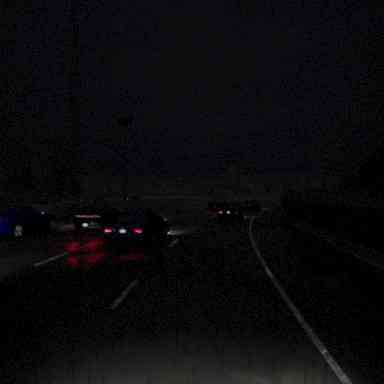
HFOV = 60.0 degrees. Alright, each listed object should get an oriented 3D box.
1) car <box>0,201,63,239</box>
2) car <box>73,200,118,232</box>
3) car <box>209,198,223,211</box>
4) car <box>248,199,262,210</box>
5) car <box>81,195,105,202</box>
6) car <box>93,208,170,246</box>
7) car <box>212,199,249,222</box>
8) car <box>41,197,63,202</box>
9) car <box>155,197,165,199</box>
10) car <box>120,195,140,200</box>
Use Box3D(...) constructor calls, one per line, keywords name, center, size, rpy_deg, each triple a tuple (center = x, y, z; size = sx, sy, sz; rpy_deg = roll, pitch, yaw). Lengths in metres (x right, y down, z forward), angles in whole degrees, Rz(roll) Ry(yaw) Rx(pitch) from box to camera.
Box3D(name="car", center=(-9.071, 1.468, 17.463), size=(1.882, 1.535, 5.008), rpy_deg=(0, 0, 7))
Box3D(name="car", center=(-5.220, 1.492, 19.753), size=(2.128, 1.511, 4.902), rpy_deg=(0, 0, 8))
Box3D(name="car", center=(3.447, 1.511, 40.947), size=(1.882, 1.535, 5.008), rpy_deg=(0, 0, 18))
Box3D(name="car", center=(7.678, 1.608, 42.464), size=(1.994, 1.385, 4.181), rpy_deg=(0, 0, 19))
Box3D(name="car", center=(-16.949, 1.349, 57.026), size=(2.097, 1.767, 4.553), rpy_deg=(0, 0, 21))
Box3D(name="car", center=(-2.358, 1.552, 15.219), size=(2.033, 1.411, 5.357), rpy_deg=(0, 0, 7))
Box3D(name="car", center=(3.231, 1.572, 27.085), size=(2.033, 1.411, 5.357), rpy_deg=(0, 0, 12))
Box3D(name="car", center=(-22.347, 1.545, 52.513), size=(1.994, 1.385, 4.181), rpy_deg=(0, 0, 19))
Box3D(name="car", center=(-6.124, 1.599, 64.488), size=(1.994, 1.385, 4.181), rpy_deg=(0, 0, 26))
Box3D(name="car", center=(-11.371, 1.367, 61.378), size=(2.097, 1.767, 4.553), rpy_deg=(0, 0, 24))
